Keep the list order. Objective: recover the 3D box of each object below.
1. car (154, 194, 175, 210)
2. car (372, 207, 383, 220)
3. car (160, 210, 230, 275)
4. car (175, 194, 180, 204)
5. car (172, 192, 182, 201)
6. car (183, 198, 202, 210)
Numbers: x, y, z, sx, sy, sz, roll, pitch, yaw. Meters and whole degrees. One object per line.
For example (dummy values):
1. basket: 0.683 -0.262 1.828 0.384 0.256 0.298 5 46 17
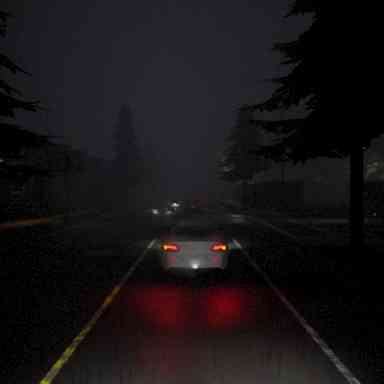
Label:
1. car: -3.596 1.330 41.642 1.882 1.535 5.008 0 0 0
2. car: 16.170 1.425 24.933 4.902 1.511 2.128 0 0 0
3. car: 0.082 1.489 10.166 1.812 1.442 4.674 0 0 0
4. car: -3.557 1.394 58.743 1.895 1.301 4.718 0 0 1
5. car: -3.508 0.952 74.117 2.150 2.045 5.566 0 0 0
6. car: 0.096 1.350 36.118 1.882 1.535 5.008 0 0 0
